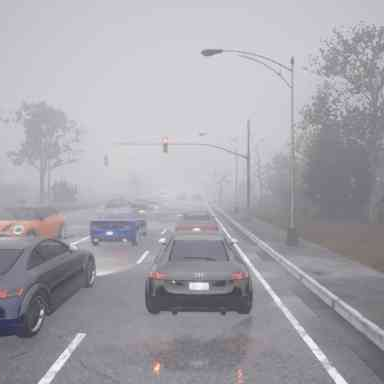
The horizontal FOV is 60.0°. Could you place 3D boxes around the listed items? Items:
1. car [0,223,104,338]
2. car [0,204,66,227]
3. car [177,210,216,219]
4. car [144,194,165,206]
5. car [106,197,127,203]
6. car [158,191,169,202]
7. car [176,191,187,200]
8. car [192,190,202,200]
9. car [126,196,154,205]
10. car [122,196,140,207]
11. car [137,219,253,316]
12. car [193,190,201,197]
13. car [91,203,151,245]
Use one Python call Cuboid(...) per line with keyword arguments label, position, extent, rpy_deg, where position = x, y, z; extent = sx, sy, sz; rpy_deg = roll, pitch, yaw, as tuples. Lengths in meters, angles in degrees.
Cuboid(label="car", position=(-3.358, 1.564, 6.611), extent=(1.994, 1.385, 4.181), rpy_deg=(0, 0, 0))
Cuboid(label="car", position=(-7.002, 1.351, 13.844), extent=(2.097, 1.767, 4.553), rpy_deg=(0, 0, 1))
Cuboid(label="car", position=(0.230, 1.563, 16.037), extent=(1.994, 1.385, 4.181), rpy_deg=(0, 0, 1))
Cuboid(label="car", position=(-6.314, 1.545, 56.231), extent=(2.033, 1.411, 5.357), rpy_deg=(0, 0, 1))
Cuboid(label="car", position=(-10.005, 1.503, 44.016), extent=(1.837, 1.490, 4.892), rpy_deg=(0, 0, 4))
Cuboid(label="car", position=(-6.015, 0.978, 68.907), extent=(2.150, 2.045, 5.566), rpy_deg=(0, 2, 1))
Cuboid(label="car", position=(-2.429, 1.042, 74.071), extent=(1.994, 1.385, 4.181), rpy_deg=(0, 3, 1))
Cuboid(label="car", position=(1.070, 0.846, 73.973), extent=(2.097, 1.767, 4.553), rpy_deg=(0, 3, 1))
Cuboid(label="car", position=(-6.553, 1.545, 42.676), extent=(2.033, 1.411, 5.357), rpy_deg=(0, 0, 1))
Cuboid(label="car", position=(-9.857, 1.475, 53.814), extent=(1.882, 1.535, 5.008), rpy_deg=(0, 0, 1))
Cuboid(label="car", position=(0.143, 1.564, 7.638), extent=(1.994, 1.385, 4.181), rpy_deg=(0, 0, 1))
Cuboid(label="car", position=(1.237, 0.313, 84.010), extent=(1.837, 1.490, 4.892), rpy_deg=(0, 3, 1))
Cuboid(label="car", position=(-3.281, 1.477, 15.598), extent=(1.882, 1.535, 5.008), rpy_deg=(0, 0, -1))
